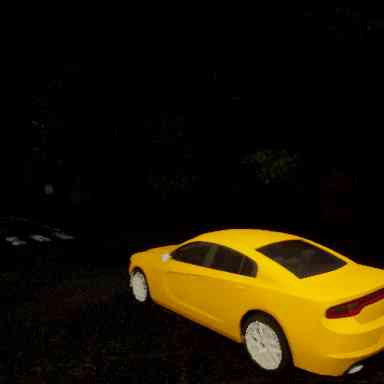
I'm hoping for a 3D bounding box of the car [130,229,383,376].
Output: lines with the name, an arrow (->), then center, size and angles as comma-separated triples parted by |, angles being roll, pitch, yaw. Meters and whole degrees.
car -> 0.695, 1.390, 5.688 | 1.882, 1.535, 5.008 | -3, 2, -38
